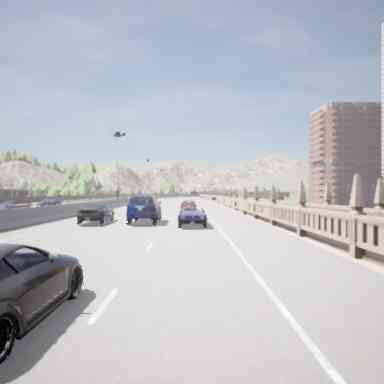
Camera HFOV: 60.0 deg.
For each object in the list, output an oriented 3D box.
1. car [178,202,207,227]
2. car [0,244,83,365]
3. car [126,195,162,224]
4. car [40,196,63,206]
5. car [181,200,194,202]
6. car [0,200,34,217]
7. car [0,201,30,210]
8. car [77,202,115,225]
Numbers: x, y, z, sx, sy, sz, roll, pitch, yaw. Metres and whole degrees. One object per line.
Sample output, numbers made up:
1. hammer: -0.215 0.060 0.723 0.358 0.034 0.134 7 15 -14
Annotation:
1. car: 0.000 1.633 22.898 1.895 1.301 4.718 0 0 -1
2. car: -3.400 1.572 5.729 1.994 1.385 4.181 0 0 0
3. car: -3.541 1.256 25.065 2.150 2.045 5.566 0 0 -1
4. car: -21.890 1.422 51.981 2.097 1.767 4.553 0 0 -2
5. car: -0.445 1.620 40.301 1.994 1.385 4.181 0 0 -2
6. car: -17.888 1.594 32.894 2.033 1.411 5.357 0 0 -1
7. car: -14.242 1.638 26.130 1.895 1.301 4.718 0 0 -1
8. car: -7.041 1.539 24.673 1.837 1.490 4.892 0 0 -1
